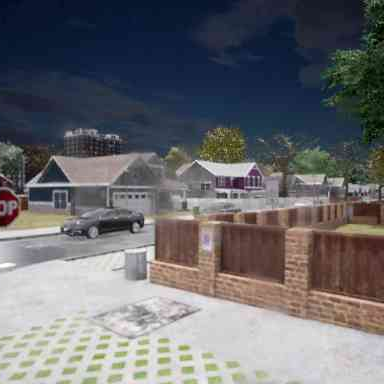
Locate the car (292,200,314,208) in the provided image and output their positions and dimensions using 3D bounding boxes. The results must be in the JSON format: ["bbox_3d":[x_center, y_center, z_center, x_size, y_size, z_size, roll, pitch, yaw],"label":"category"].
[{"bbox_3d":[15.097,1.816,45.008,1.812,1.442,4.674,0,-1,36],"label":"car"}]

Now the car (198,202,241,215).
[{"bbox_3d":[2.390,1.647,27.638,1.837,1.490,4.892,0,0,36],"label":"car"}]

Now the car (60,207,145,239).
[{"bbox_3d":[-4.659,1.577,17.923,1.837,1.490,4.892,0,0,36],"label":"car"}]
